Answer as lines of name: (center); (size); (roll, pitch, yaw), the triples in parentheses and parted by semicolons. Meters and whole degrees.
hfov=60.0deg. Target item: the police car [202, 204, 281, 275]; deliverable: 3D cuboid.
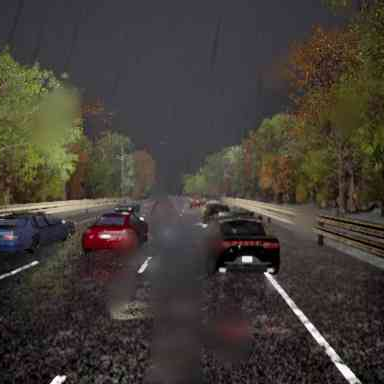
police car: (1.384, 1.408, 10.558); (1.930, 1.638, 5.238); (0, 0, 1)

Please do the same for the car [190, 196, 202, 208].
car: (0.772, 1.339, 47.006); (2.097, 1.767, 4.553); (0, 0, 0)

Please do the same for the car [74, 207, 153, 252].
car: (-3.007, 1.542, 13.773); (1.994, 1.385, 4.181); (0, 0, 1)

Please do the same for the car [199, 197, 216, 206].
car: (1.670, 1.430, 26.740); (1.801, 1.575, 5.366); (0, 0, 1)

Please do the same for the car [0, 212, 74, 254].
car: (-6.512, 1.525, 13.400); (2.033, 1.411, 5.357); (0, 0, 1)

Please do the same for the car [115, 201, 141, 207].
car: (-6.229, 1.575, 32.503); (1.895, 1.301, 4.718); (0, 0, 1)

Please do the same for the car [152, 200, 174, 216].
car: (-2.740, 1.501, 31.533); (1.812, 1.442, 4.674); (0, 0, 1)

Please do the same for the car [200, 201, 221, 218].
car: (1.580, 1.502, 20.512); (1.812, 1.442, 4.674); (0, 0, 1)

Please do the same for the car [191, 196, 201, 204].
car: (0.660, 1.534, 63.907); (1.812, 1.442, 4.674); (0, 0, -1)
